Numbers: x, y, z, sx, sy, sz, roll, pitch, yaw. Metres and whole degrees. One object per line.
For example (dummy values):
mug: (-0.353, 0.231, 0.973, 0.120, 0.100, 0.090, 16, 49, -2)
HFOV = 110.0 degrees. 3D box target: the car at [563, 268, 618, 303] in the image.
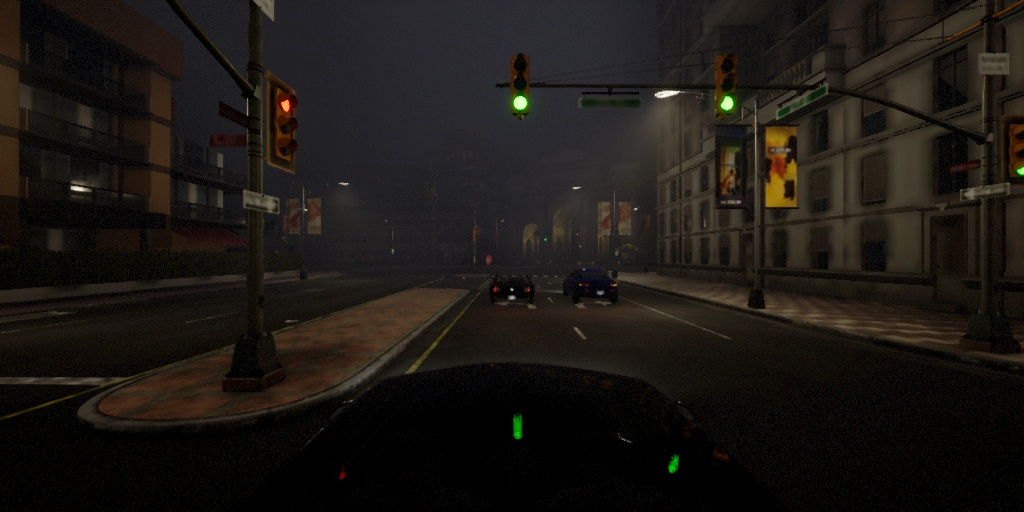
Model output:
car: (3.500, 1.282, 16.500, 1.812, 1.442, 4.674, 0, 0, 0)

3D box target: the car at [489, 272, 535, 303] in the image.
car: (0.000, 1.365, 16.530, 1.895, 1.301, 4.718, 0, 0, 0)
